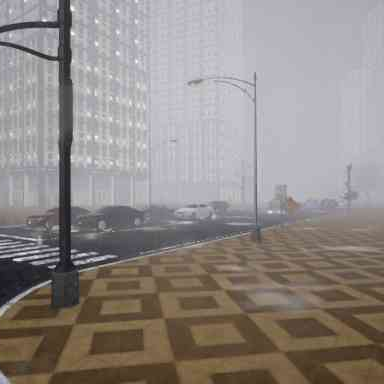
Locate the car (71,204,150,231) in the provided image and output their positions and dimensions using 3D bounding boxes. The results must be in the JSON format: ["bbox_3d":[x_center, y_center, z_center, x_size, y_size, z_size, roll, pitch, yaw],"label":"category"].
[{"bbox_3d":[-5.307,1.606,21.997,1.882,1.535,5.008,0,-1,34],"label":"car"}]

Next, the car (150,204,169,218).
[{"bbox_3d":[-3.669,1.793,30.159,1.895,1.301,4.718,0,-1,34],"label":"car"}]

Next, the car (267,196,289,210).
[{"bbox_3d":[12.985,1.559,49.095,2.150,2.045,5.566,0,-1,33],"label":"car"}]

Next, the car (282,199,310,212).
[{"bbox_3d":[13.880,1.898,44.366,1.895,1.301,4.718,0,-1,33],"label":"car"}]

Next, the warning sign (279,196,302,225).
[{"bbox_3d":[6.804,1.251,22.965,1.300,1.860,1.060,0,0,34],"label":"warning sign"}]

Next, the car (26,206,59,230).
[{"bbox_3d":[-8.802,1.659,22.635,1.812,1.442,4.674,0,-1,34],"label":"car"}]

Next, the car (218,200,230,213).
[{"bbox_3d":[2.896,1.772,39.817,1.837,1.490,4.892,0,-1,34],"label":"car"}]

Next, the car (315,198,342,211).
[{"bbox_3d":[19.263,1.663,46.740,2.097,1.767,4.553,0,0,32],"label":"car"}]

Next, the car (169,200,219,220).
[{"bbox_3d":[0.280,1.718,30.188,1.812,1.442,4.674,0,-1,34],"label":"car"}]

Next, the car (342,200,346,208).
[{"bbox_3d":[24.421,1.966,55.223,1.895,1.301,4.718,0,0,30],"label":"car"}]

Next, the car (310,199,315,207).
[{"bbox_3d":[19.101,1.831,52.762,1.882,1.535,5.008,0,0,31],"label":"car"}]
